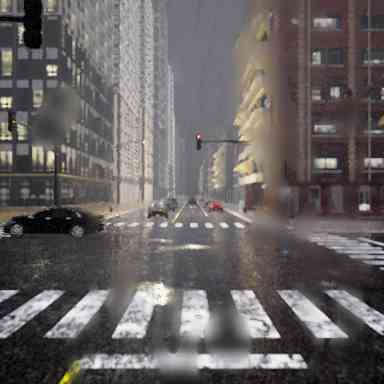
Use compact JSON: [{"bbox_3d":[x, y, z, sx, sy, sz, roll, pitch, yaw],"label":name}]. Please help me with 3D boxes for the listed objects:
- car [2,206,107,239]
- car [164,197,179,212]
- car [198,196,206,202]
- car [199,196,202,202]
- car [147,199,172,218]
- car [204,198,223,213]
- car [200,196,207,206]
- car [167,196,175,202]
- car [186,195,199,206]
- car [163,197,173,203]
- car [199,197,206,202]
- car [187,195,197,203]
[{"bbox_3d":[-6.796,1.470,16.631,4.892,1.490,1.837,1,0,0],"label":"car"},{"bbox_3d":[-3.085,1.717,41.390,1.994,1.385,4.181,0,0,1],"label":"car"},{"bbox_3d":[2.684,1.806,91.562,1.967,1.590,4.097,0,0,0],"label":"car"},{"bbox_3d":[2.688,1.769,57.670,2.008,1.369,4.403,0,0,0],"label":"car"},{"bbox_3d":[-3.121,1.661,31.371,2.033,1.411,5.357,0,0,-4],"label":"car"},{"bbox_3d":[2.739,1.726,39.104,1.802,1.307,4.206,0,0,0],"label":"car"},{"bbox_3d":[2.687,1.746,52.022,2.008,1.369,4.403,0,0,0],"label":"car"},{"bbox_3d":[-5.696,1.910,91.561,1.887,1.381,4.507,0,0,0],"label":"car"},{"bbox_3d":[-0.003,1.761,61.703,1.812,1.442,4.674,0,0,0],"label":"car"},{"bbox_3d":[-5.695,1.866,80.263,2.008,1.369,4.403,0,0,0],"label":"car"},{"bbox_3d":[2.685,1.922,85.912,1.802,1.307,4.206,0,0,0],"label":"car"},{"bbox_3d":[-0.004,1.465,71.676,2.097,1.767,4.553,0,0,0],"label":"car"}]
